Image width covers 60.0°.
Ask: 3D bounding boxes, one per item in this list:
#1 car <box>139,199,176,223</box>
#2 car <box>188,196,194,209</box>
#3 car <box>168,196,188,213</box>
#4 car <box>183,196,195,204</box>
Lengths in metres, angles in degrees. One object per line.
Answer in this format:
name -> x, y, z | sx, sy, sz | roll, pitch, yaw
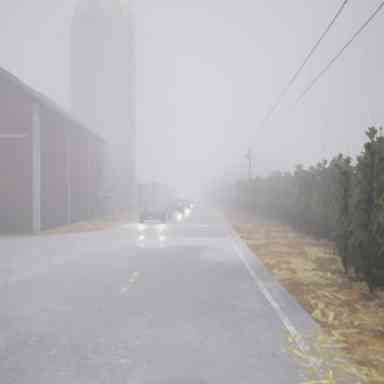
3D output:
car -> -2.705, 1.515, 25.650 | 1.812, 1.442, 4.674 | 0, 0, 6
car -> -1.241, 1.581, 46.355 | 1.895, 1.301, 4.718 | 0, 0, 4
car -> -1.957, 1.337, 36.356 | 2.097, 1.767, 4.553 | 0, 0, 4
car -> -0.641, 1.475, 62.401 | 2.128, 1.511, 4.902 | 0, 0, -1
